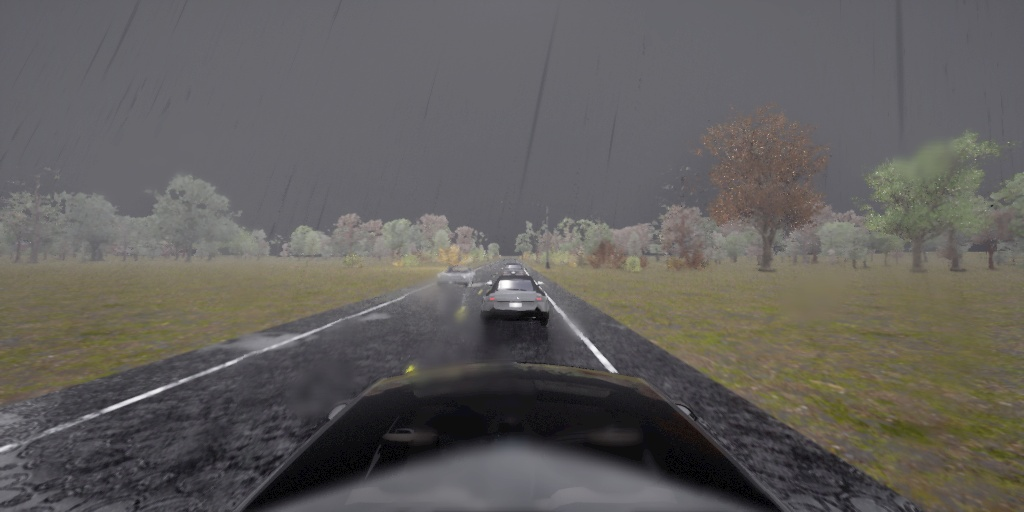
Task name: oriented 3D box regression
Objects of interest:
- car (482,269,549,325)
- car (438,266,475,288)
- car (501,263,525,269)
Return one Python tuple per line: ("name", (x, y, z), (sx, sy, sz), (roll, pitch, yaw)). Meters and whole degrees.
("car", (0.101, 1.315, 11.852), (1.994, 1.385, 4.181), (0, 0, 0))
("car", (-3.591, 1.353, 23.891), (1.895, 1.301, 4.718), (0, 0, 0))
("car", (0.102, 1.300, 29.546), (2.033, 1.411, 5.357), (0, 0, 0))
